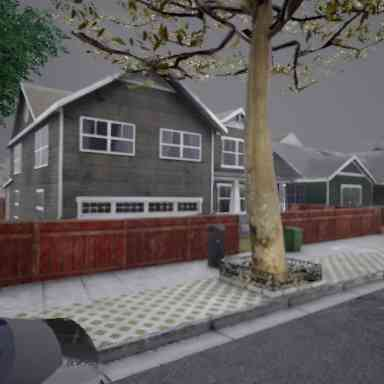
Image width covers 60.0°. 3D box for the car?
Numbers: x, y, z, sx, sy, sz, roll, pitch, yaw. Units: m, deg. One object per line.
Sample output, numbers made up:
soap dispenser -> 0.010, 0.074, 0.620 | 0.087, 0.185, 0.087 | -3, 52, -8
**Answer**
car -> -2.788, 1.478, 1.362 | 4.902, 1.511, 2.128 | 1, 0, -31
